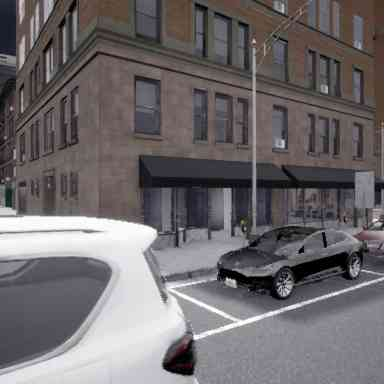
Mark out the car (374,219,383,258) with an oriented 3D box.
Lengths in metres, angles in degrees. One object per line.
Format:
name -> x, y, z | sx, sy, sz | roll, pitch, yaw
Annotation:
car -> 7.080, 1.582, 11.573 | 4.206, 1.307, 1.802 | 0, 0, -35

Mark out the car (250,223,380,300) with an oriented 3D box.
car -> 2.599, 1.566, 8.382 | 4.313, 1.339, 1.947 | 0, 0, -35

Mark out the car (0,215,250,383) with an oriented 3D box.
car -> -2.528, 1.220, 1.455 | 5.566, 2.045, 2.150 | 0, 0, -35
